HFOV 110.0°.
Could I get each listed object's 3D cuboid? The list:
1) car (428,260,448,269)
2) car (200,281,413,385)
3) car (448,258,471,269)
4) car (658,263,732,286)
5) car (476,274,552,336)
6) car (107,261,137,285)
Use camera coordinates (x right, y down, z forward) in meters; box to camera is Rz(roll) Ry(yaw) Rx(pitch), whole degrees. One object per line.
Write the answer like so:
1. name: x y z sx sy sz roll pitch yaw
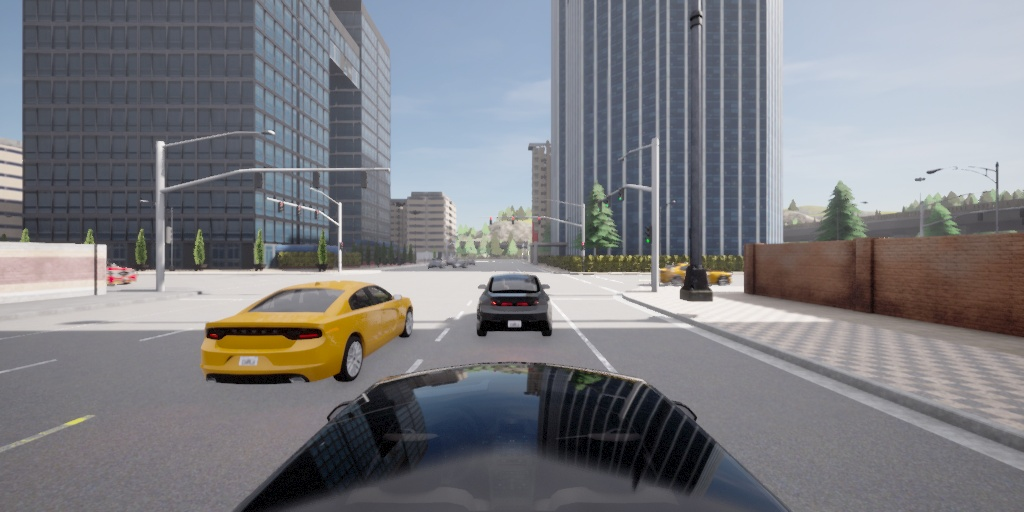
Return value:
1. car: -11.477 1.305 54.442 1.994 1.385 4.181 0 0 -1
2. car: -3.443 1.227 7.185 1.882 1.535 5.008 0 0 0
3. car: -7.983 1.232 54.705 2.128 1.511 4.902 0 0 -1
4. car: 12.217 1.257 24.350 5.008 1.535 1.882 0 0 -1
5. car: 0.059 1.253 10.325 1.837 1.490 4.892 0 0 0
6. car: -28.636 1.083 23.957 5.566 2.045 2.150 1 0 -1
